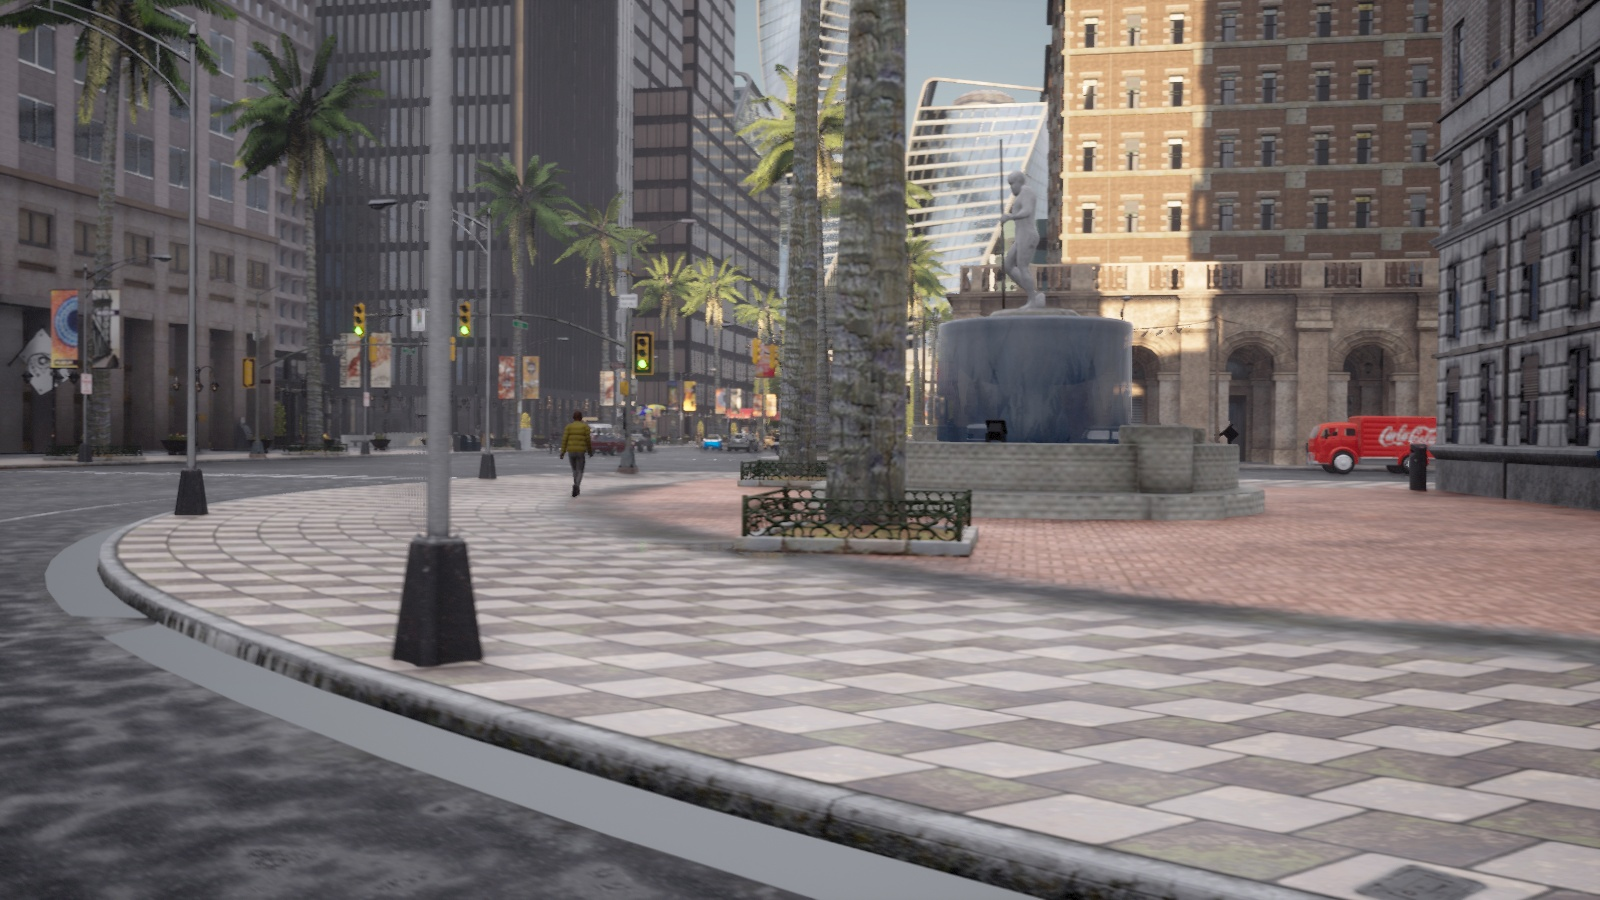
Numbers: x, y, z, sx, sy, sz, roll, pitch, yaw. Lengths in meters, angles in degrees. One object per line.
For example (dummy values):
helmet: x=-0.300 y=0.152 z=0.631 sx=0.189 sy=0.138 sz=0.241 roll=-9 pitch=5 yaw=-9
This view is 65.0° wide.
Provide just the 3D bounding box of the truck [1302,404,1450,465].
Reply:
truck: x=24.364 y=-0.649 z=53.327 sx=5.204 sy=2.467 sz=2.627 roll=0 pitch=1 yaw=11

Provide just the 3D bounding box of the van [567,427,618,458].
van: x=-14.294 y=-0.539 z=86.723 sx=2.069 sy=2.038 sz=4.480 roll=0 pitch=1 yaw=11

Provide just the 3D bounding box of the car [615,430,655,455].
car: x=-12.563 y=-0.597 z=95.730 sx=1.905 sy=1.878 sz=3.866 roll=0 pitch=1 yaw=11

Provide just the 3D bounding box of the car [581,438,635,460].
car: x=-12.104 y=-0.088 z=79.581 sx=1.895 sy=1.301 sz=4.718 roll=0 pitch=1 yaw=11

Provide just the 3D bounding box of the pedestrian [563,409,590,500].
pedestrian: x=-4.577 y=0.097 z=25.727 sx=0.370 sy=1.835 sz=0.726 roll=0 pitch=1 yaw=3
